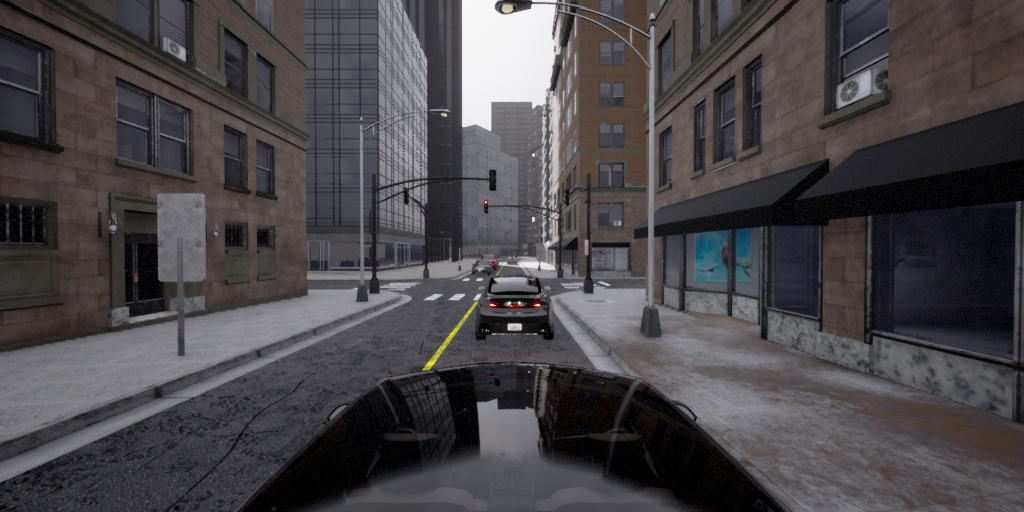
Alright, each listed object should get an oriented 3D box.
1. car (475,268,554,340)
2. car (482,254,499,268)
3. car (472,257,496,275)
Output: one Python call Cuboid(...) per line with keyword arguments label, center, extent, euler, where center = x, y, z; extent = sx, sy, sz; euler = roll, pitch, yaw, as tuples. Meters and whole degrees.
Cuboid(label="car", center=(0.070, 1.252, 9.987), extent=(1.837, 1.490, 4.892), euler=(0, 0, 0))
Cuboid(label="car", center=(-3.150, 0.806, 48.281), extent=(2.150, 2.045, 5.566), euler=(0, 1, 0))
Cuboid(label="car", center=(-3.133, 1.161, 37.976), extent=(2.128, 1.511, 4.902), euler=(0, 0, 0))
